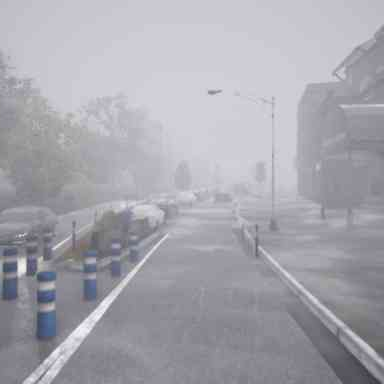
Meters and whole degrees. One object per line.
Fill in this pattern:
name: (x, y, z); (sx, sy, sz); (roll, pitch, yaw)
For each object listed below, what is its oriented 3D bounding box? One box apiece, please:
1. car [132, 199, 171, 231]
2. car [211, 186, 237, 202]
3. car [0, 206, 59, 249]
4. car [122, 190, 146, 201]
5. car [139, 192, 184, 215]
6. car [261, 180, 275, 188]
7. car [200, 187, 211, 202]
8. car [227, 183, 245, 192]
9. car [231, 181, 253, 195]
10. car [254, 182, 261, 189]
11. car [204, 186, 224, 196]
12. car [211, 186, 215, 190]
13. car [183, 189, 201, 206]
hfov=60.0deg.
car: (-2.789, 1.476, 20.476); (2.002, 1.452, 4.674); (-2, 2, 4)
car: (4.046, 0.405, 41.359); (1.882, 1.535, 5.008); (0, 3, 12)
car: (-6.824, 1.371, 13.519); (1.837, 1.490, 4.892); (0, 1, -7)
car: (-7.262, 0.395, 41.717); (1.895, 1.301, 4.718); (0, 2, 7)
car: (-2.324, 1.140, 26.593); (2.097, 1.535, 5.008); (1, 3, 9)
car: (19.679, -1.962, 89.685); (1.946, 1.575, 5.366); (-2, 2, 33)
car: (0.608, 0.391, 43.082); (2.097, 1.535, 5.008); (0, 3, 13)
car: (9.250, -0.939, 69.731); (2.231, 1.521, 4.892); (-3, 2, 25)
car: (8.570, -0.652, 57.417); (2.150, 2.045, 5.566); (0, 2, 19)
car: (14.050, -1.710, 79.842); (2.435, 2.045, 5.566); (-3, 2, 27)
car: (3.732, -0.197, 54.688); (2.097, 1.535, 5.008); (0, 3, 18)
car: (1.958, 0.106, 48.622); (2.231, 1.521, 4.892); (0, 3, 16)
car: (-0.672, 0.718, 36.989); (2.002, 1.452, 4.674); (-1, 2, 11)
